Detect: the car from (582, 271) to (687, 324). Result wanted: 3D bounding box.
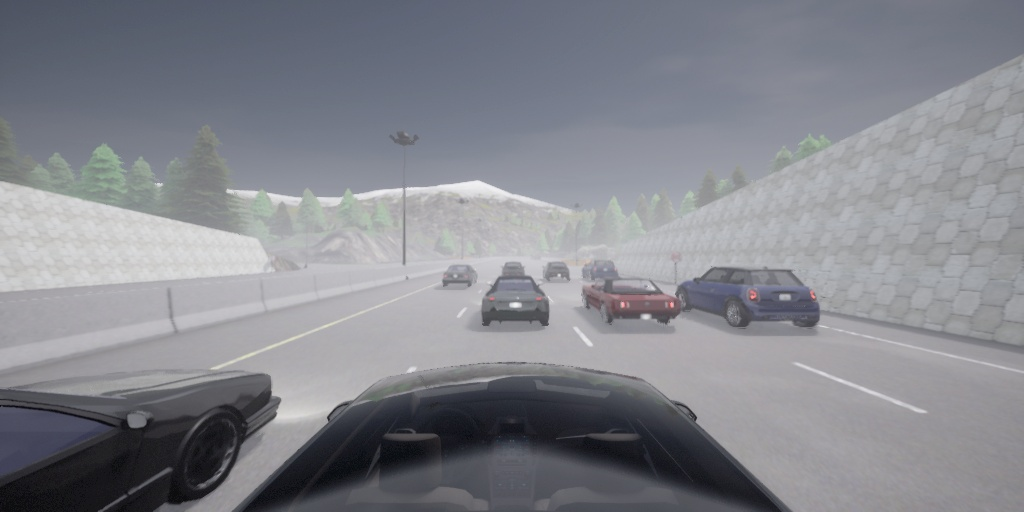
[{"bbox_3d":[3.596,1.333,11.829,1.895,1.301,4.718,0,0,0],"label":"car"}]

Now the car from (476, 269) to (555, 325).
[{"bbox_3d":[0.096,1.296,11.722,1.994,1.385,4.181,0,0,0],"label":"car"}]

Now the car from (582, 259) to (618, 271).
[{"bbox_3d":[7.089,1.052,29.319,2.097,1.767,4.553,0,0,0],"label":"car"}]

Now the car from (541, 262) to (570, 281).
[{"bbox_3d":[3.587,1.204,29.618,1.837,1.490,4.892,0,0,0],"label":"car"}]

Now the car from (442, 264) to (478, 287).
[{"bbox_3d":[-3.409,1.256,24.079,2.033,1.411,5.357,0,0,0],"label":"car"}]

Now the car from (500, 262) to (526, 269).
[{"bbox_3d":[0.089,1.204,29.603,1.837,1.490,4.892,0,0,0],"label":"car"}]

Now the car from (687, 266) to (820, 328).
[{"bbox_3d":[7.096,1.085,11.442,2.097,1.767,4.553,0,0,0],"label":"car"}]

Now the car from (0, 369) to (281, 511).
[{"bbox_3d":[-3.400,1.298,1.355,2.033,1.411,5.357,0,0,0],"label":"car"}]
